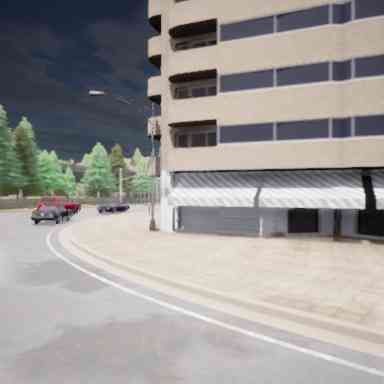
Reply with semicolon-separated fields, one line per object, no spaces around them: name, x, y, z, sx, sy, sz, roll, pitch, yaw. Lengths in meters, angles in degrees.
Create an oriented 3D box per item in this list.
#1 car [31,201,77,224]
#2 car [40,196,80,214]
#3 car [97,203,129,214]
car;-11.197;1.738;26.801;2.033;1.411;5.357;0;-1;-6
car;-14.228;1.482;35.854;2.150;2.045;5.566;0;0;9
car;-9.448;1.929;40.273;1.895;1.301;4.718;0;-1;18
